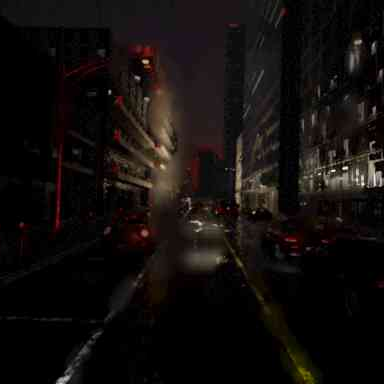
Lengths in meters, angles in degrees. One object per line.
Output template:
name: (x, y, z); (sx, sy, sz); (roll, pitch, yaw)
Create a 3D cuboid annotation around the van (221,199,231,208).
van: (7.166, 2.407, 69.601); (1.690, 1.788, 3.998); (3, -1, 1)

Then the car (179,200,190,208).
car: (-1.358, 2.262, 63.988); (1.752, 1.417, 4.829); (3, -1, 1)

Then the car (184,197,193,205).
car: (-0.803, 2.335, 86.339); (2.192, 1.841, 5.009); (3, -1, 1)

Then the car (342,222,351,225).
car: (5.794, 1.725, 8.592); (1.967, 1.590, 4.097); (3, -1, 1)

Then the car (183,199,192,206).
car: (-1.066, 2.404, 75.077); (1.752, 1.417, 4.829); (3, -1, 1)

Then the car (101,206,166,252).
car: (-2.458, 1.542, 14.254); (1.967, 1.590, 4.097); (3, -1, 1)

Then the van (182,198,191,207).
van: (-1.185, 2.152, 69.705); (1.690, 1.788, 3.998); (3, -1, 1)

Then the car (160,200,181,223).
car: (-2.209, 1.684, 25.346); (1.967, 1.590, 4.097); (3, -1, 1)

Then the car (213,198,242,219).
car: (3.736, 1.778, 36.056); (2.150, 2.045, 5.566); (2, -1, 2)

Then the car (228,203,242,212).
car: (6.781, 2.436, 52.960); (1.802, 1.307, 4.206); (3, -1, 1)

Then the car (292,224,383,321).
car: (3.942, 1.742, 7.564); (1.812, 1.442, 4.674); (2, -1, 1)

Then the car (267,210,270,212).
car: (6.037, 1.973, 19.684); (1.887, 1.381, 4.507); (3, -1, 1)

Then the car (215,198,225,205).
car: (7.664, 2.659, 91.786); (2.192, 1.841, 5.009); (3, -1, 1)

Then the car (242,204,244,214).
car: (6.539, 2.240, 42.038); (1.752, 1.417, 4.829); (3, -1, 1)

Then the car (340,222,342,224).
car: (5.913, 1.902, 14.137); (1.887, 1.381, 4.507); (3, -1, 1)

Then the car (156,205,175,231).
car: (-2.339, 1.717, 19.799); (1.887, 1.381, 4.507); (3, -1, 1)

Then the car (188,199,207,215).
car: (0.859, 2.029, 43.008); (1.882, 1.535, 5.008); (2, -1, 1)

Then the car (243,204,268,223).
car: (6.285, 2.121, 30.776); (2.008, 1.369, 4.403); (3, -1, 1)

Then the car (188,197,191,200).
car: (-1.588, 2.039, 53.070); (1.967, 1.590, 4.097); (3, -1, 1)

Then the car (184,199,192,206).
car: (-0.941, 2.532, 80.790); (1.802, 1.307, 4.206); (3, -1, 1)

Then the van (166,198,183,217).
van: (-2.080, 1.656, 30.891); (1.690, 1.788, 3.998); (3, -1, 1)

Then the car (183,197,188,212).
car: (-1.955, 1.701, 36.436); (2.192, 1.841, 5.009); (3, -1, 1)

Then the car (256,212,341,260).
car: (4.045, 1.819, 13.561); (1.812, 1.442, 4.674); (2, -1, 1)

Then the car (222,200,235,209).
car: (7.036, 2.436, 64.054); (1.967, 1.590, 4.097); (3, -1, 1)
